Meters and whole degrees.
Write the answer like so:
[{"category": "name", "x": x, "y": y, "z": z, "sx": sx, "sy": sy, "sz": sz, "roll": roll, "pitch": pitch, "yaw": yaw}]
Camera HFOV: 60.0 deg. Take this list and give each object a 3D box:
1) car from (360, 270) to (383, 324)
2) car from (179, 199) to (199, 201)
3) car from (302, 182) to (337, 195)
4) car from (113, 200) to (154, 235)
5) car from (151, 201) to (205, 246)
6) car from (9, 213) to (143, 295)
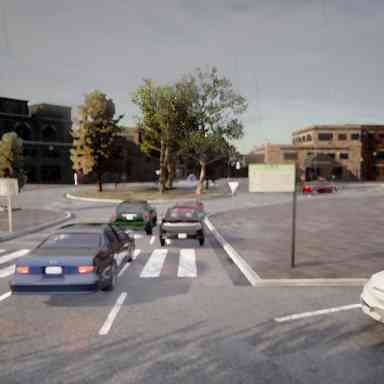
[{"category": "car", "x": 5.017, "y": 1.490, "z": 5.502, "sx": 4.674, "sy": 1.452, "sz": 2.002, "roll": 1, "pitch": 1, "yaw": -22}, {"category": "car", "x": -0.174, "y": 1.180, "z": 25.492, "sx": 1.895, "sy": 1.301, "sz": 4.718, "roll": 0, "pitch": 3, "yaw": 8}, {"category": "car", "x": 16.997, "y": -0.570, "z": 44.243, "sx": 4.553, "sy": 1.767, "sz": 2.097, "roll": -2, "pitch": 6, "yaw": -21}, {"category": "car", "x": -3.076, "y": 1.207, "z": 18.226, "sx": 2.097, "sy": 1.767, "sz": 4.553, "roll": 0, "pitch": 2, "yaw": -2}, {"category": "car", "x": -0.457, "y": 1.413, "z": 15.009, "sx": 2.128, "sy": 1.511, "sz": 4.902, "roll": 0, "pitch": 1, "yaw": -2}, {"category": "car", "x": -2.704, "y": 1.512, "z": 8.786, "sx": 2.033, "sy": 1.411, "sz": 5.357, "roll": 0, "pitch": 0, "yaw": -2}]
